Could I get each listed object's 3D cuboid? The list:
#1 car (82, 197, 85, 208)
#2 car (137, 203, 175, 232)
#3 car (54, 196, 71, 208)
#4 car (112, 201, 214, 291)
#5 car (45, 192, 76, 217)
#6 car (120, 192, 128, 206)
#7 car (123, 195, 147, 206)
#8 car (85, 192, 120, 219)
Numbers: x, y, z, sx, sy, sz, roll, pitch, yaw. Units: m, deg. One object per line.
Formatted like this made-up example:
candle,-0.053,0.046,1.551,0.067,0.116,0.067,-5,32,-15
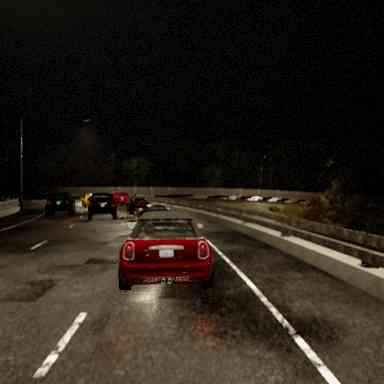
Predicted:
car,-13.547,1.240,44.371,1.882,1.535,5.008,0,0,-24
car,-2.290,1.455,20.264,1.994,1.385,4.181,0,0,-11
car,-16.888,1.273,43.270,1.837,1.490,4.892,0,0,-25
car,-0.713,1.301,9.097,2.097,1.767,4.553,0,0,-5
car,-11.624,1.054,29.569,2.150,2.045,5.566,0,-1,-17
car,-9.934,0.973,44.939,2.150,2.045,5.566,0,-1,-23
car,-5.351,1.327,32.761,1.837,1.490,4.892,0,0,-17
car,-7.332,1.076,27.301,2.150,2.045,5.566,0,0,-15
